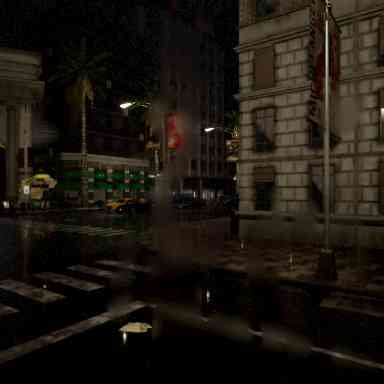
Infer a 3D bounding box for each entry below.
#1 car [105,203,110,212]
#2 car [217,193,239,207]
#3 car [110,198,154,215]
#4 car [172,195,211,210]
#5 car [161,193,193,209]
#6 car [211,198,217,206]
[{"bbox_3d":[-7.599,1.478,38.073,1.882,1.535,5.008,0,0,37],"label":"car"},{"bbox_3d":[6.772,1.221,50.718,5.566,2.045,2.150,0,0,-45],"label":"car"},{"bbox_3d":[-5.918,1.564,34.445,1.994,1.385,4.181,0,0,36],"label":"car"},{"bbox_3d":[-0.012,1.526,42.473,1.812,1.442,4.674,0,0,37],"label":"car"},{"bbox_3d":[-1.797,1.221,45.952,2.150,2.045,5.566,0,0,37],"label":"car"},{"bbox_3d":[4.886,1.352,53.644,4.553,1.767,2.097,0,0,-43],"label":"car"}]
